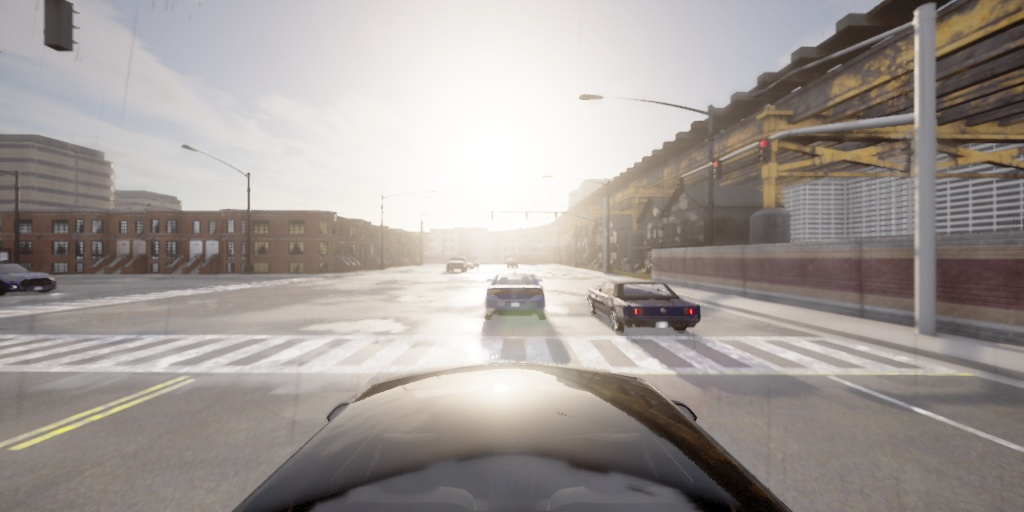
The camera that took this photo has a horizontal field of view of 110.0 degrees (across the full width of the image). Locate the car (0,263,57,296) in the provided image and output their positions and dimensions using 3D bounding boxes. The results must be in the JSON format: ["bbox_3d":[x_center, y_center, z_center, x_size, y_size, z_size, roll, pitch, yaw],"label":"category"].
[{"bbox_3d":[-27.044,1.121,18.784,4.553,1.767,2.097,0,0,0],"label":"car"}]

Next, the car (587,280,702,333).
[{"bbox_3d":[3.594,1.363,10.791,1.895,1.301,4.718,0,0,0],"label":"car"}]

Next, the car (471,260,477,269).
[{"bbox_3d":[-7.048,1.348,56.409,1.812,1.442,4.674,0,0,0],"label":"car"}]

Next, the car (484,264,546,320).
[{"bbox_3d":[0.095,1.242,12.798,1.882,1.535,5.008,0,0,0],"label":"car"}]

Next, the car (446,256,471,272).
[{"bbox_3d":[-7.102,1.031,46.737,2.150,2.045,5.566,0,0,0],"label":"car"}]

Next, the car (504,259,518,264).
[{"bbox_3d":[0.085,1.325,64.801,2.128,1.511,4.902,0,0,0],"label":"car"}]
